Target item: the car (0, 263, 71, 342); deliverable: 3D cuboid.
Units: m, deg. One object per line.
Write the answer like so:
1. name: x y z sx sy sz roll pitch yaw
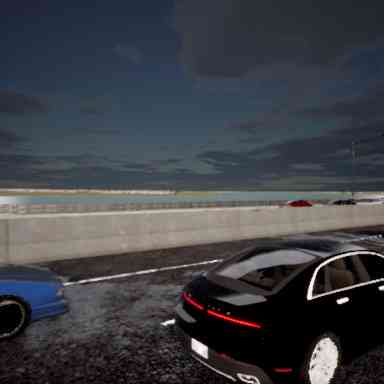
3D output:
1. car: -4.654 1.546 4.716 5.357 1.411 2.033 0 0 -36

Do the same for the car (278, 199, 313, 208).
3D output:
1. car: 11.877 1.566 38.009 4.674 1.442 1.812 0 0 -35

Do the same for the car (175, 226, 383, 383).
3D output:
1. car: 2.062 1.513 5.204 4.892 1.490 1.837 -1 0 -35

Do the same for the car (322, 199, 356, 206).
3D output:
1. car: 16.298 1.548 36.813 4.892 1.490 1.837 0 0 -35
